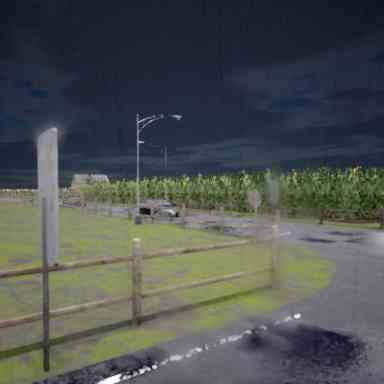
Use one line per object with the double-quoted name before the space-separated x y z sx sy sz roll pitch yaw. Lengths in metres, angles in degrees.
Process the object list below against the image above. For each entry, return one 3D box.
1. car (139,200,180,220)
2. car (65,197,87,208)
"car" -2.866 1.398 27.650 2.128 1.511 4.902 -1 1 -37
"car" -15.829 1.393 45.227 1.994 1.385 4.181 -1 1 -36
